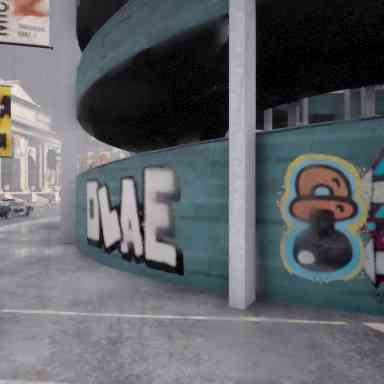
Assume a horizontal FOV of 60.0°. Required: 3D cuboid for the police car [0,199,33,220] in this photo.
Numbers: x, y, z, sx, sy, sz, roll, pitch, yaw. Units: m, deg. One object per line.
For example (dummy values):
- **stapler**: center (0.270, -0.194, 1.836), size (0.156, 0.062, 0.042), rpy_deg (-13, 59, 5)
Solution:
- **police car**: center (-15.711, 1.428, 28.796), size (1.930, 1.638, 5.238), rpy_deg (0, 0, 3)
